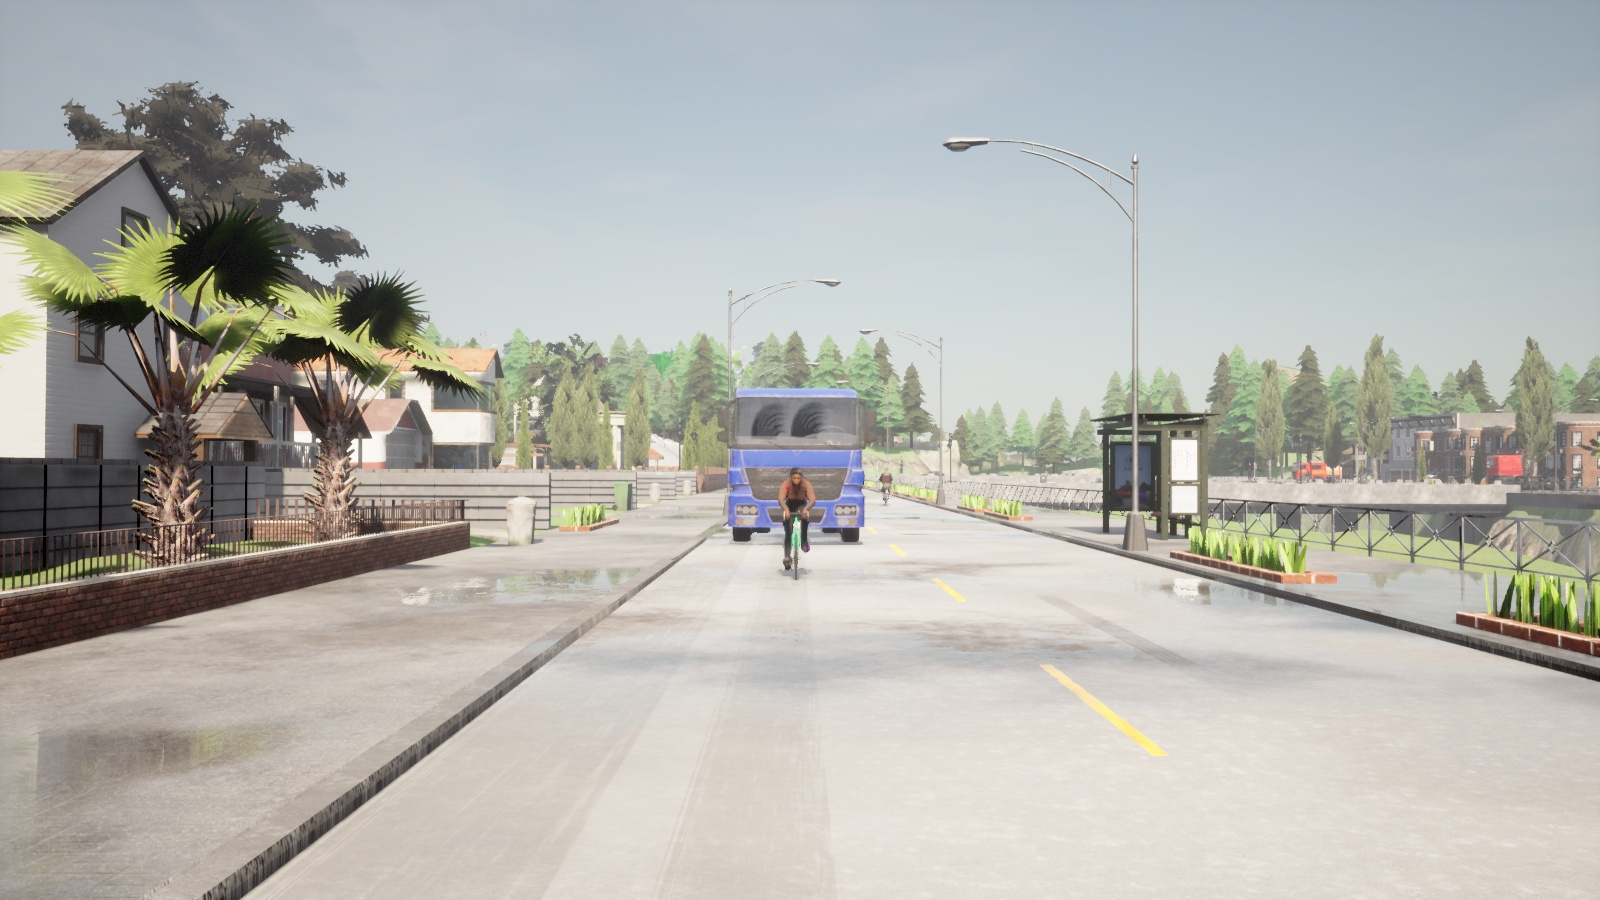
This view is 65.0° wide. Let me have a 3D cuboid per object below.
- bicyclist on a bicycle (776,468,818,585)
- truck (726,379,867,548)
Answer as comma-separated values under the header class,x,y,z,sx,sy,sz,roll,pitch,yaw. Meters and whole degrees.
class,x,y,z,sx,sy,sz,roll,pitch,yaw
bicyclist on a bicycle,-0.046,1.074,18.298,0.582,1.620,1.656,0,-1,0
truck,-0.079,0.332,29.790,2.891,3.462,7.936,0,-1,0
